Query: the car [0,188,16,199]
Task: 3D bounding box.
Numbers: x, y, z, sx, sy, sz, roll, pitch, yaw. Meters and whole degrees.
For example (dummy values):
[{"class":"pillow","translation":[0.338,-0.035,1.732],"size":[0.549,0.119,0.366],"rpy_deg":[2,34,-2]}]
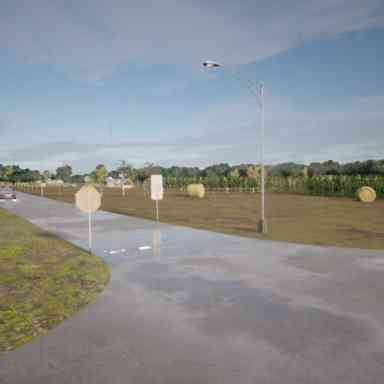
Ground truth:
[{"class":"car","translation":[-25.242,0.177,45.223],"size":[1.812,1.442,4.674],"rpy_deg":[-2,3,-36]}]
